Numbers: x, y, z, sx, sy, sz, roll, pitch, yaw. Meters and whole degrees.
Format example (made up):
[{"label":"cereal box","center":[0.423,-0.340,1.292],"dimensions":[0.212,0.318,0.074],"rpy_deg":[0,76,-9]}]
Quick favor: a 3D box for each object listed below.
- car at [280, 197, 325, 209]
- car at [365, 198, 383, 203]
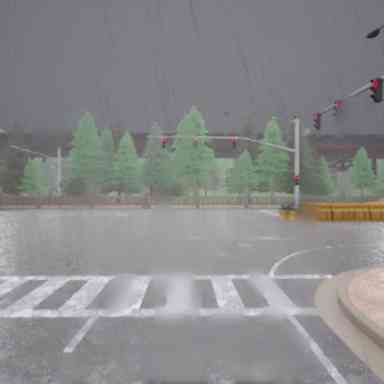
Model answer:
[{"label":"car","center":[12.239,1.381,36.815],"dimensions":[4.892,1.490,1.837],"rpy_deg":[0,0,-2]},{"label":"car","center":[21.639,1.353,37.080],"dimensions":[5.008,1.535,1.882],"rpy_deg":[0,0,-2]}]
